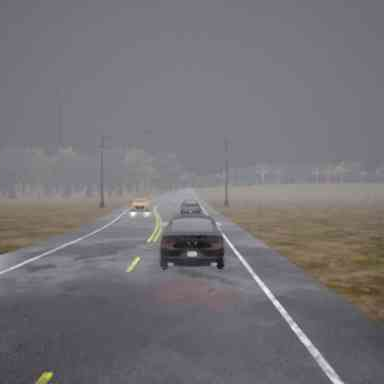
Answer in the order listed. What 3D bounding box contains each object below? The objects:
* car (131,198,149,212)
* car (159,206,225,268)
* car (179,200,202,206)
[{"bbox_3d":[-6.128,1.485,39.509,1.882,1.535,5.008,0,0,-7],"label":"car"},{"bbox_3d":[0.002,1.484,11.290,1.882,1.535,5.008,0,0,0],"label":"car"},{"bbox_3d":[-0.134,1.506,31.205,2.128,1.511,4.902,0,0,0],"label":"car"}]
